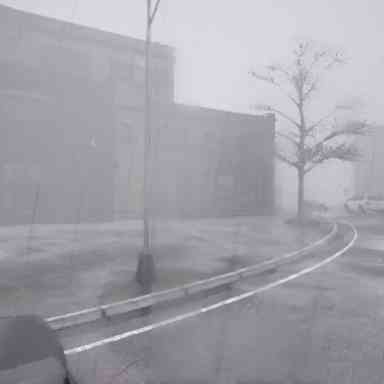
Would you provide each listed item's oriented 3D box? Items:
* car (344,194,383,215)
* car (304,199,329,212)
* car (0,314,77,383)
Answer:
[{"bbox_3d":[18.209,1.278,35.220,2.150,2.045,5.566,1,0,1],"label":"car"},{"bbox_3d":[14.574,1.562,39.974,1.812,1.442,4.674,1,0,-6],"label":"car"},{"bbox_3d":[-3.344,1.584,1.656,5.357,1.411,2.033,0,0,-34],"label":"car"}]
